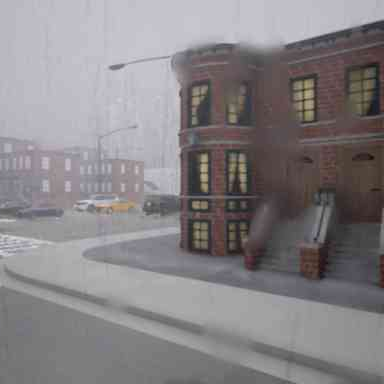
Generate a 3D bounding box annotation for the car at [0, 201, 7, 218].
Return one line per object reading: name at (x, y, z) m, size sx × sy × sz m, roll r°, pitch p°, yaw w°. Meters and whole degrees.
car at (-16.826, 1.557, 30.871) m, size 2.128 × 1.511 × 4.902 m, roll 0°, pitch 0°, yaw 36°

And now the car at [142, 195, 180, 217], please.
car at (-2.416, 1.267, 32.654) m, size 2.150 × 2.045 × 5.566 m, roll 0°, pitch 0°, yaw 35°

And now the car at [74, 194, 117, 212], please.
car at (-11.023, 1.289, 39.004) m, size 2.150 × 2.045 × 5.566 m, roll 0°, pitch 0°, yaw 36°

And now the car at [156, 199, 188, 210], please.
car at (-2.641, 1.627, 44.707) m, size 1.994 × 1.385 × 4.181 m, roll 0°, pitch 0°, yaw 36°

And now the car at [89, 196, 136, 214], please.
car at (-8.390, 1.538, 36.670) m, size 1.882 × 1.535 × 5.008 m, roll 0°, pitch 0°, yaw 35°

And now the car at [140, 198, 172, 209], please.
car at (-5.040, 1.595, 47.358) m, size 1.812 × 1.442 × 4.674 m, roll 0°, pitch 0°, yaw 36°

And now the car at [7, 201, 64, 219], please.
car at (-13.540, 1.623, 29.446) m, size 1.994 × 1.385 × 4.181 m, roll 0°, pitch 0°, yaw 36°
